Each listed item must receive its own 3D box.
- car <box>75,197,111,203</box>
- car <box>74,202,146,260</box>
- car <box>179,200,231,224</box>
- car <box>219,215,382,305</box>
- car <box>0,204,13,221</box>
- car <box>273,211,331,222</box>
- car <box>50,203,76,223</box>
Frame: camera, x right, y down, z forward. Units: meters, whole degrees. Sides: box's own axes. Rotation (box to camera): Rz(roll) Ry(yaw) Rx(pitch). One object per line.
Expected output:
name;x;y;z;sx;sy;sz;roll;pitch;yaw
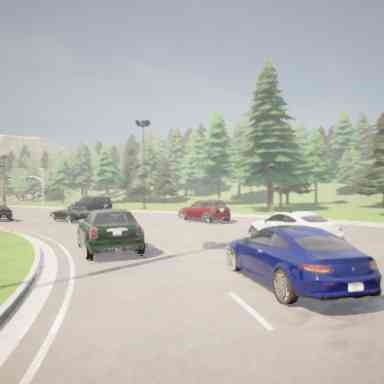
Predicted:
car;-9.888;1.497;32.570;5.566;2.045;2.150;-1;0;43
car;-3.368;1.453;13.328;2.097;1.767;4.553;-1;0;-23
car;0.902;1.425;26.085;2.097;1.767;4.553;-1;0;-37
car;2.341;1.514;8.075;1.812;1.442;4.674;-1;0;-13
car;-18.111;1.913;30.688;4.892;1.490;1.837;-1;-1;44
car;4.122;1.503;13.823;1.812;1.442;4.674;-1;0;-21
car;-10.130;1.866;27.999;4.718;1.301;1.895;-1;0;44
